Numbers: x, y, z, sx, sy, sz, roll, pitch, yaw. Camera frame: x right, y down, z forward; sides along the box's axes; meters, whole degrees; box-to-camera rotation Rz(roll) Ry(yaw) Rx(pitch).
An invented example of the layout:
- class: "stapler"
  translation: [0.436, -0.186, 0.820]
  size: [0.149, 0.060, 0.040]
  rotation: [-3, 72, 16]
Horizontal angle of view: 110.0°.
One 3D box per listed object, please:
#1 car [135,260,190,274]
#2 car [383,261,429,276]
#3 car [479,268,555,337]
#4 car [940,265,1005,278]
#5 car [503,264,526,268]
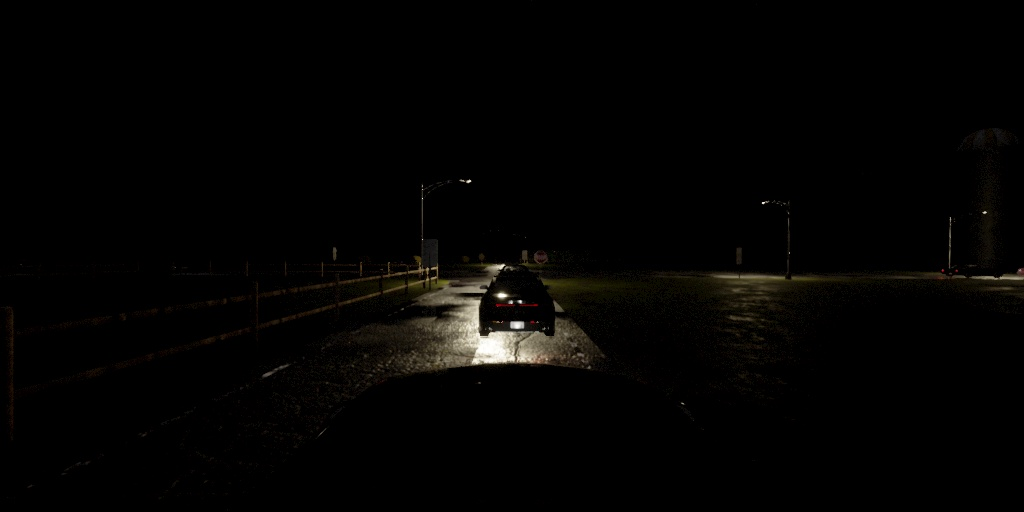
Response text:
- class: "car"
  translation: [-37.639, 1.160, 38.683]
  size: [4.902, 1.511, 2.128]
  rotation: [0, 1, 0]
- class: "car"
  translation: [-11.081, 1.244, 37.815]
  size: [4.902, 1.511, 2.128]
  rotation: [0, 0, 13]
- class: "car"
  translation: [0.119, 1.256, 10.235]
  size: [1.837, 1.490, 4.892]
  rotation: [0, 0, 0]
- class: "car"
  translation: [49.173, 1.627, 38.326]
  size: [4.718, 1.301, 1.895]
  rotation: [0, 1, 2]
- class: "car"
  translation: [0.155, 1.233, 21.840]
  size: [1.882, 1.535, 5.008]
  rotation: [0, 0, 0]
